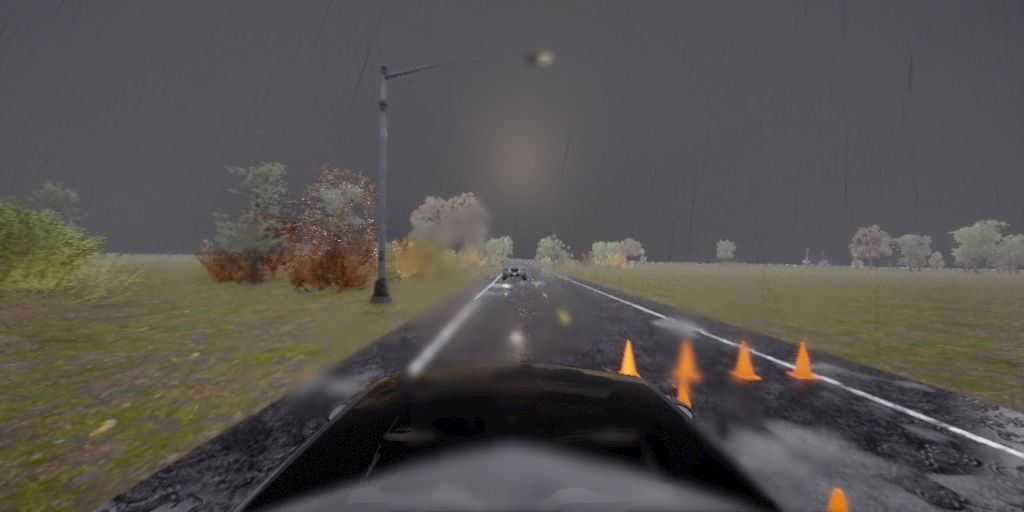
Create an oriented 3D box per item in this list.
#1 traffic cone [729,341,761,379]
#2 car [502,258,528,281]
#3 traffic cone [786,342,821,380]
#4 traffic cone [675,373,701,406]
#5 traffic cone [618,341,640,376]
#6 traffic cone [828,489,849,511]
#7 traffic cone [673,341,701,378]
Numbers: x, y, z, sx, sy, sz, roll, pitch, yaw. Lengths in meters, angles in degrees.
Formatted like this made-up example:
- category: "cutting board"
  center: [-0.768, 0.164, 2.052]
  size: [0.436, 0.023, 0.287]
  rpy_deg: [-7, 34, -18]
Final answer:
- category: "traffic cone"
  center: [4.010, 1.772, 6.173]
  size: [0.340, 0.580, 0.340]
  rpy_deg: [0, 0, 0]
- category: "car"
  center: [0.257, 1.237, 33.737]
  size: [2.150, 2.045, 5.566]
  rpy_deg: [0, 0, 1]
- category: "traffic cone"
  center: [5.009, 1.779, 6.168]
  size: [0.340, 0.580, 0.340]
  rpy_deg: [0, 0, 0]
- category: "traffic cone"
  center: [2.001, 1.741, 4.181]
  size: [0.340, 0.580, 0.340]
  rpy_deg: [0, 0, 0]
- category: "traffic cone"
  center: [2.010, 1.757, 6.181]
  size: [0.340, 0.580, 0.340]
  rpy_deg: [0, 0, 0]
- category: "traffic cone"
  center: [1.993, 1.724, 2.182]
  size: [0.340, 0.580, 0.340]
  rpy_deg: [0, 0, 0]
- category: "traffic cone"
  center: [3.010, 1.764, 6.177]
  size: [0.340, 0.580, 0.340]
  rpy_deg: [0, 0, 0]
